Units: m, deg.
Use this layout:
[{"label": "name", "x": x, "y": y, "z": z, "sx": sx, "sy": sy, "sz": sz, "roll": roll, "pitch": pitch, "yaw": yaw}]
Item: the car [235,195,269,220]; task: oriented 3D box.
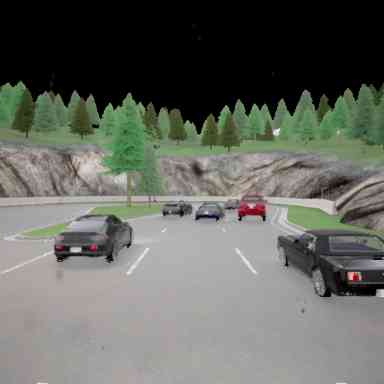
[{"label": "car", "x": 5.190, "y": 1.223, "z": 27.966, "sx": 2.150, "sy": 2.045, "sz": 5.566, "roll": 0, "pitch": 0, "yaw": 14}]

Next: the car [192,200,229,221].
[{"label": "car", "x": 1.608, "y": 1.563, "z": 27.639, "sx": 1.994, "sy": 1.385, "sz": 4.181, "roll": 0, "pitch": 0, "yaw": 13}]

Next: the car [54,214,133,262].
[{"label": "car", "x": -3.377, "y": 1.526, "z": 12.044, "sx": 1.812, "sy": 1.442, "sz": 4.674, "roll": 0, "pitch": 0, "yaw": 1}]

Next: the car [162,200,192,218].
[{"label": "car", "x": -1.239, "y": 1.492, "z": 30.621, "sx": 2.128, "sy": 1.511, "sz": 4.902, "roll": 0, "pitch": 0, "yaw": 14}]

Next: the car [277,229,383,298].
[{"label": "car", "x": 3.602, "y": 1.601, "z": 8.434, "sx": 1.895, "sy": 1.301, "sz": 4.718, "roll": 0, "pitch": 0, "yaw": 0}]

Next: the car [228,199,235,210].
[{"label": "car", "x": 5.004, "y": 1.547, "z": 40.168, "sx": 2.033, "sy": 1.411, "sz": 5.357, "roll": 0, "pitch": 0, "yaw": 16}]
